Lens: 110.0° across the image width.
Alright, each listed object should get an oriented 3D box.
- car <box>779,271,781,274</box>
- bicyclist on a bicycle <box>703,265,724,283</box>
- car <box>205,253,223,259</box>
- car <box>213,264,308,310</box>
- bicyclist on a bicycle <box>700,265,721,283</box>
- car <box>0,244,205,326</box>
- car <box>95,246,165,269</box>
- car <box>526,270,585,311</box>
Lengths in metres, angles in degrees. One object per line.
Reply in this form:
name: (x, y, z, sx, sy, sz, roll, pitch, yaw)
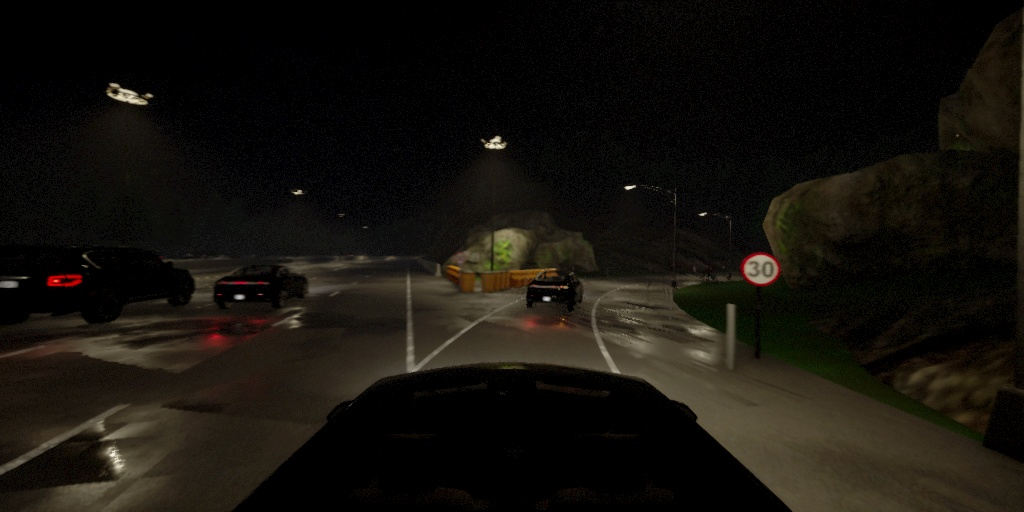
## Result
car: (38.844, 1.833, 51.717, 4.902, 1.511, 2.128, 0, 0, -12)
bicyclist on a bicycle: (19.206, 1.730, 34.215, 0.582, 1.620, 1.656, -1, -3, -17)
car: (-35.380, 0.645, 40.696, 1.895, 1.301, 4.718, 1, 0, -16)
car: (-9.215, 1.065, 13.585, 2.128, 1.511, 4.902, 1, 0, -16)
bicyclist on a bicycle: (18.528, 1.732, 33.868, 0.582, 1.620, 1.656, 1, -3, -32)
car: (-11.984, 0.714, 10.592, 2.150, 2.045, 5.566, 1, 0, -16)
car: (-37.536, 0.192, 35.500, 2.150, 2.045, 5.566, 1, -1, -16)
car: (1.939, 1.348, 15.217, 2.128, 1.511, 4.902, 1, 0, 16)
